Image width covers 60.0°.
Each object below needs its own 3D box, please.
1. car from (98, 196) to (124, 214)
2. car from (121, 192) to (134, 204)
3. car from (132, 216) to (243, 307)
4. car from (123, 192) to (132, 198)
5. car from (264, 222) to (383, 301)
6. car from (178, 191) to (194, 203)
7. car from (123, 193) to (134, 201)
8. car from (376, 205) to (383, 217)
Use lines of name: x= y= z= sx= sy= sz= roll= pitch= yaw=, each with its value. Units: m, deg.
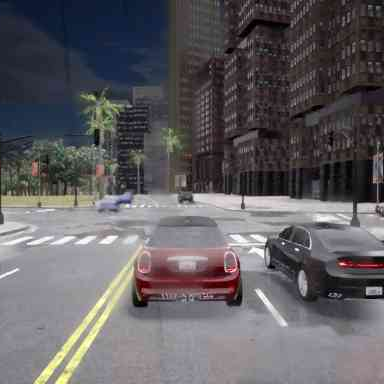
car: x=-8.380 y=1.434 z=34.095 sx=1.812 sy=1.442 sz=4.674 roll=0 pitch=0 yaw=-6
car: x=-10.650 y=1.140 z=53.102 sx=1.882 sy=1.535 sz=5.008 roll=0 pitch=1 yaw=-8
car: x=-0.131 y=1.351 z=8.146 sx=2.097 sy=1.767 sz=4.553 roll=0 pitch=0 yaw=-1
car: x=-16.185 y=0.736 z=83.747 sx=2.128 sy=1.511 sz=4.902 roll=0 pitch=1 yaw=-13
car: x=3.159 y=1.503 z=8.302 sx=1.837 sy=1.490 sz=4.892 roll=0 pitch=0 yaw=-1
car: x=-1.094 y=0.853 z=56.510 sx=2.150 sy=2.045 sz=5.566 roll=0 pitch=1 yaw=-8
car: x=-12.999 y=1.022 z=68.223 sx=1.994 sy=1.385 sz=4.181 roll=0 pitch=1 yaw=-10
car: x=17.459 y=1.291 z=26.845 sx=4.553 sy=1.767 sz=2.097 roll=0 pitch=0 yaw=13
